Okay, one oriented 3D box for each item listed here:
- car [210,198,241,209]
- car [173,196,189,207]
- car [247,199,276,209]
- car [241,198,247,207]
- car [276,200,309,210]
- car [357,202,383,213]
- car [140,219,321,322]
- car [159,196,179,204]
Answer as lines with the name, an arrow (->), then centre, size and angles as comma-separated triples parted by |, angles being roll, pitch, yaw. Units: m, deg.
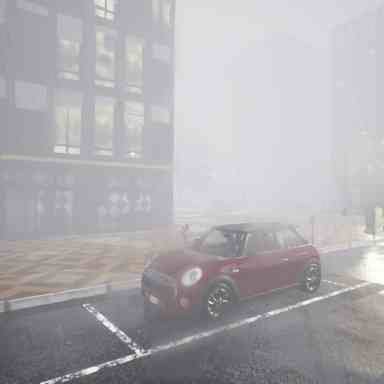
car -> 4.315, 1.677, 46.638 | 2.008, 1.369, 4.403 | 1, -1, -35
car -> -2.247, 1.732, 55.889 | 1.887, 1.381, 4.507 | 1, -1, -35
car -> 11.153, 1.799, 51.482 | 1.887, 1.381, 4.507 | 1, -1, -35
car -> 7.872, 1.725, 56.108 | 1.967, 1.590, 4.097 | 1, -1, -35
car -> 14.433, 1.806, 46.856 | 1.802, 1.307, 4.206 | 1, -1, -35
car -> 20.995, 1.730, 37.606 | 1.947, 1.339, 4.313 | 1, -1, -35
car -> 0.932, 1.442, 7.218 | 4.097, 1.590, 1.967 | 0, 1, -36
car -> -5.250, 1.724, 74.611 | 2.192, 1.841, 5.009 | 1, -1, -35
